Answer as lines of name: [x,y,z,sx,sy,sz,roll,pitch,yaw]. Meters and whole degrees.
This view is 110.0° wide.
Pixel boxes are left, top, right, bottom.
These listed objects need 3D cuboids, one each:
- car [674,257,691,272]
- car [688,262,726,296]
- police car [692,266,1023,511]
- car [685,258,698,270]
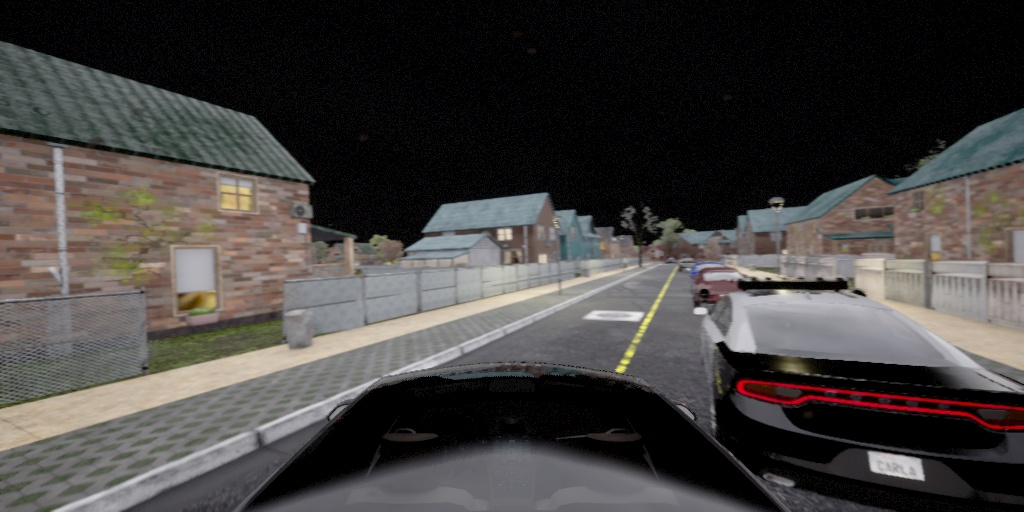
car: [19.675,0.968,40.128,2.128,1.511,4.902,-2,-1,26]
car: [7.780,1.126,13.495,1.812,1.442,4.674,-2,-1,26]
police car: [3.503,1.087,4.574,1.930,1.638,5.238,-2,0,26]
car: [10.372,1.043,18.907,1.882,1.535,5.008,-2,-1,26]
